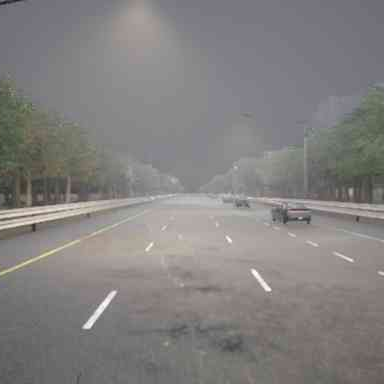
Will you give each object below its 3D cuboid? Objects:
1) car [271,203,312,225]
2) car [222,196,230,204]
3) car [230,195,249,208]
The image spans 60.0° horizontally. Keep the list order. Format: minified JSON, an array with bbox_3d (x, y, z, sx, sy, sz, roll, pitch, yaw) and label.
[{"bbox_3d":[7.006,1.496,23.912,2.128,1.511,4.902,0,0,0],"label":"car"},{"bbox_3d":[7.036,1.526,65.864,2.128,1.511,4.902,0,0,0],"label":"car"},{"bbox_3d":[7.010,1.563,47.696,1.837,1.490,4.892,0,0,0],"label":"car"}]
